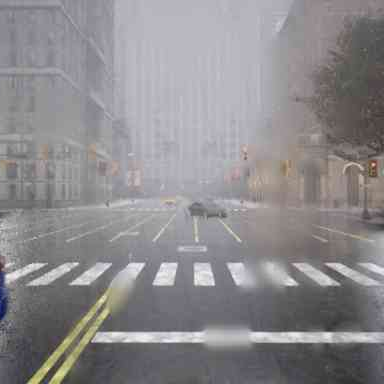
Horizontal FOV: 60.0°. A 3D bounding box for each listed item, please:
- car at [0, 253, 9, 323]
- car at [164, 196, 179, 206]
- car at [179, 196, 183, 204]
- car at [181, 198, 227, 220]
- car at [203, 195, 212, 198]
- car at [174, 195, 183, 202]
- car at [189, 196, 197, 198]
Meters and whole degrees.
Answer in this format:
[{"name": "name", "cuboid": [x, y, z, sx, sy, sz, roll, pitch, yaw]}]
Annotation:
[{"name": "car", "cuboid": [-3.599, 1.225, 2.325, 2.150, 2.045, 5.566, 0, 0, 0]}, {"name": "car", "cuboid": [-3.570, 1.563, 55.514, 1.882, 1.535, 5.008, 0, 0, 0]}, {"name": "car", "cuboid": [-3.405, 1.584, 69.046, 1.882, 1.535, 5.008, 0, 0, 1]}, {"name": "car", "cuboid": [1.166, 1.549, 28.822, 1.837, 1.490, 4.892, -1, 0, -27]}, {"name": "car", "cuboid": [3.702, 1.400, 78.496, 2.097, 1.767, 4.553, 0, 0, 1]}, {"name": "car", "cuboid": [-3.277, 1.601, 80.450, 1.882, 1.535, 5.008, 0, 0, 1]}, {"name": "car", "cuboid": [0.203, 1.570, 78.562, 2.128, 1.511, 4.902, 0, 0, 1]}]
